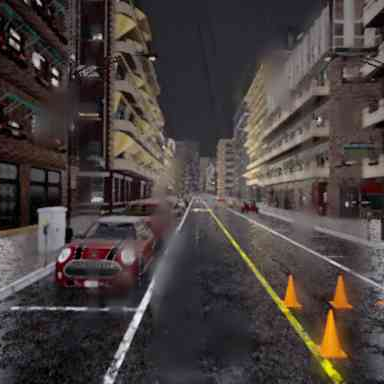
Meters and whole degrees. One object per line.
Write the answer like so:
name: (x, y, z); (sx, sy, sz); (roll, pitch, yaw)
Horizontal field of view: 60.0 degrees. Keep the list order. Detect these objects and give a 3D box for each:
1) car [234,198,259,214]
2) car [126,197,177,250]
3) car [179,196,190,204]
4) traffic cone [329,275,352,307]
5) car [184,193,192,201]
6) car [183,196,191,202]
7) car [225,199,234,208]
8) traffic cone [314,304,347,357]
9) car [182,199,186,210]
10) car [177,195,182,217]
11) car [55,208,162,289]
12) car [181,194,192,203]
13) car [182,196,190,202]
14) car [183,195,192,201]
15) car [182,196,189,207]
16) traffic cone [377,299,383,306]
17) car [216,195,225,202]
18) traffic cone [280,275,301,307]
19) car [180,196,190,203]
car: (6.113, 1.513, 36.732); (1.967, 1.590, 4.097); (1, 0, 1)
car: (-2.036, 1.308, 14.614); (2.192, 1.841, 5.009); (1, 0, 1)
car: (-1.429, 1.576, 64.551); (2.008, 1.369, 4.403); (1, 0, 1)
traffic cone: (2.997, 1.984, 6.723); (0.340, 0.580, 0.340); (0, 0, 1)
car: (-1.084, 1.354, 92.294); (2.192, 1.841, 5.009); (1, 0, 1)
car: (-1.225, 1.616, 81.197); (1.802, 1.307, 4.206); (1, 0, 1)
car: (6.250, 1.605, 47.999); (1.752, 1.417, 4.829); (1, 0, 1)
traffic cone: (1.973, 1.975, 4.736); (0.340, 0.580, 0.340); (0, 0, 1)
car: (-1.837, 1.587, 31.260); (1.802, 1.307, 4.206); (1, 0, 1)
car: (-1.968, 1.313, 20.163); (2.192, 1.841, 5.009); (1, 0, 1)
car: (-2.107, 1.429, 9.065); (1.967, 1.590, 4.097); (1, 0, 1)
car: (-1.560, 1.334, 53.454); (2.192, 1.841, 5.009); (1, 0, 1)
car: (-1.293, 1.613, 75.648); (1.802, 1.307, 4.206); (1, 0, 1)
car: (-1.157, 1.587, 86.746); (2.008, 1.369, 4.403); (1, 0, 1)
car: (-1.702, 1.538, 42.187); (1.752, 1.417, 4.829); (1, 0, 1)
traffic cone: (3.997, 1.992, 6.711); (0.340, 0.580, 0.340); (0, 0, 1)
car: (6.589, 1.535, 75.573); (1.967, 1.590, 4.097); (1, 0, 1)
traffic cone: (1.997, 1.976, 6.736); (0.340, 0.580, 0.340); (0, 0, 1)
car: (-1.361, 1.594, 70.100); (1.947, 1.339, 4.313); (1, 0, 1)
